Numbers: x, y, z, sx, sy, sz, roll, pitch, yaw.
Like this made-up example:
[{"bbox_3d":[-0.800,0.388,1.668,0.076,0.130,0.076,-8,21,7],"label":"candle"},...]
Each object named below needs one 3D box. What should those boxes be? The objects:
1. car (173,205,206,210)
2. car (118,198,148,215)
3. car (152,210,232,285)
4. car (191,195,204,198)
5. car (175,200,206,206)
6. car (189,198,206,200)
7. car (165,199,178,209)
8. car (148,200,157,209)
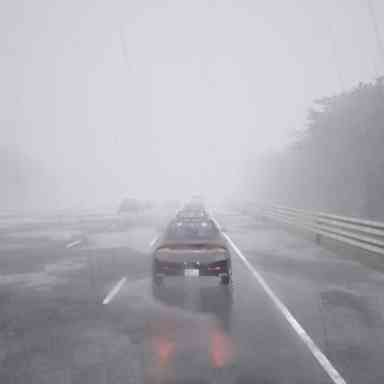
[{"bbox_3d":[0.005,1.620,18.314,1.895,1.301,4.718,0,0,0],"label":"car"},{"bbox_3d":[-6.538,1.470,36.301,2.097,1.767,4.553,0,0,2],"label":"car"},{"bbox_3d":[-0.006,1.497,9.448,2.128,1.511,4.902,0,0,0],"label":"car"},{"bbox_3d":[0.818,1.382,46.766,2.150,2.045,5.566,0,-1,3],"label":"car"},{"bbox_3d":[0.075,1.578,25.304,2.033,1.411,5.357,0,0,1],"label":"car"},{"bbox_3d":[0.444,1.635,35.690,1.994,1.385,4.181,0,-1,2],"label":"car"},{"bbox_3d":[-2.665,1.725,47.188,2.033,1.411,5.357,0,-1,2],"label":"car"},{"bbox_3d":[-6.143,1.798,47.779,1.895,1.301,4.718,0,-1,2],"label":"car"}]
